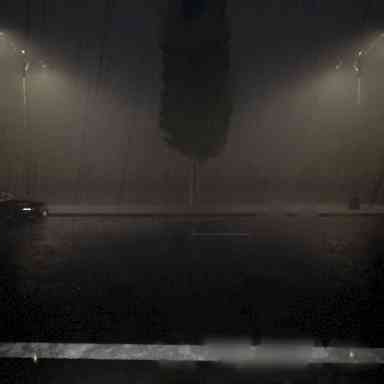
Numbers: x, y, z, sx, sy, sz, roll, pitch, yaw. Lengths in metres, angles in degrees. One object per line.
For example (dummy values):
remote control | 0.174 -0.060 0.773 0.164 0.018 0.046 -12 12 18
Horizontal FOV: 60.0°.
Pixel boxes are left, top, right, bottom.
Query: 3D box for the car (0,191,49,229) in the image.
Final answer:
car | -8.447 0.615 13.533 4.902 1.511 2.128 0 5 0
